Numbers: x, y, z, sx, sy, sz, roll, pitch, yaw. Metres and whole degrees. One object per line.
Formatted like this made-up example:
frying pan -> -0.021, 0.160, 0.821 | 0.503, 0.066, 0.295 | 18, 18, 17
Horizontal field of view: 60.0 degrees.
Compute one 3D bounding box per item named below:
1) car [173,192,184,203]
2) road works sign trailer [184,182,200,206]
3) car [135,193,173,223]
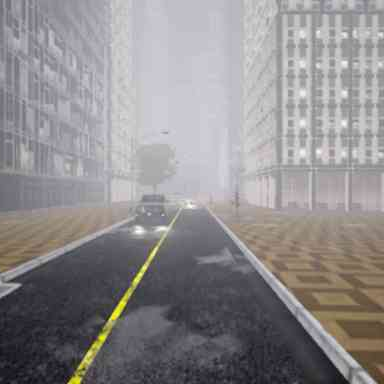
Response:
car -> -2.747, 1.005, 66.030 | 2.150, 2.045, 5.566 | 0, 0, 0
road works sign trailer -> 0.007, 0.287, 49.813 | 2.380, 3.560, 2.880 | 0, 0, 0
car -> -2.845, 1.116, 24.954 | 2.150, 2.045, 5.566 | 0, 0, 0
